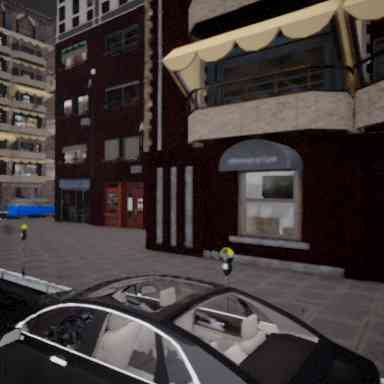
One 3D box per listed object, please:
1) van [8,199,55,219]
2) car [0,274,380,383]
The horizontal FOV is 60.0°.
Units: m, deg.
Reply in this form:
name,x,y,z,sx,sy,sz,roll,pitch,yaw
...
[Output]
name,x,y,z,sx,sy,sz,roll,pitch,yaw
van,-14.852,1.558,30.965,1.690,1.788,3.998,-1,-2,35
car,-0.590,1.539,3.296,4.403,1.369,2.008,0,0,36
